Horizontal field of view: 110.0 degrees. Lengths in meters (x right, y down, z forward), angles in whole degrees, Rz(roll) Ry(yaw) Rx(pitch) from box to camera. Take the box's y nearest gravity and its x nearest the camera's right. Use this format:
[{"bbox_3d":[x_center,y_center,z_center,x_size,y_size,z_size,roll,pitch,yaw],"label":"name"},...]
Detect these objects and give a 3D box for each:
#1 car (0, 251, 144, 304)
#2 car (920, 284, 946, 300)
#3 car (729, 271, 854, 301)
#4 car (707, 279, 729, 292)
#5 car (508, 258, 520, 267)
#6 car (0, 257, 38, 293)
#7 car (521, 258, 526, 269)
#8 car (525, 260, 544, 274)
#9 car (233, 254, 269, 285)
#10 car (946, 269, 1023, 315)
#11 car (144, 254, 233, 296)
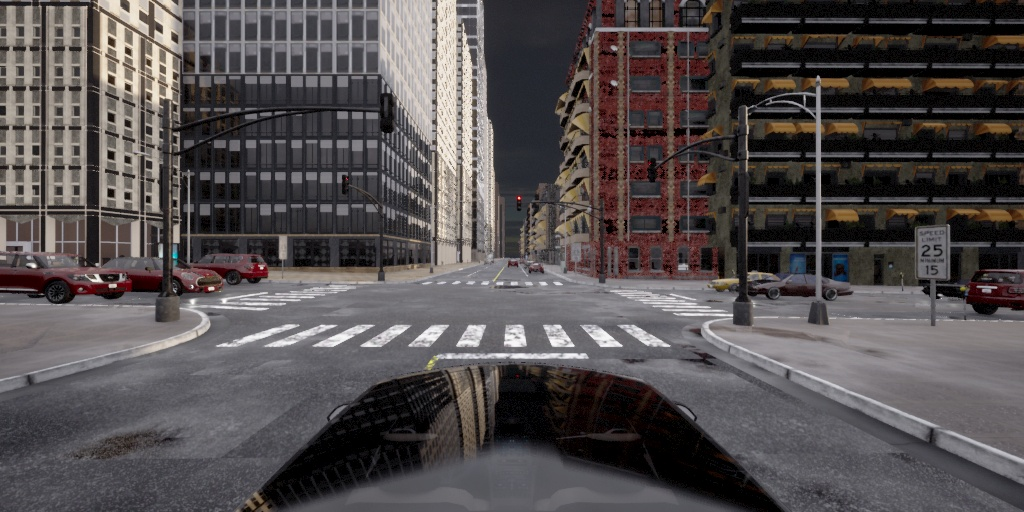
[{"bbox_3d":[-17.558,0.757,13.469,5.009,1.841,2.192,0,0,0],"label":"car"},{"bbox_3d":[25.563,1.851,19.571,4.718,1.301,1.895,1,0,0],"label":"car"},{"bbox_3d":[15.259,1.610,19.496,5.357,1.411,2.033,1,0,0],"label":"car"},{"bbox_3d":[14.660,1.587,22.083,4.829,1.417,1.751,0,0,0],"label":"car"},{"bbox_3d":[0.191,1.252,65.094,1.882,1.535,5.008,0,0,0],"label":"car"},{"bbox_3d":[-24.941,0.789,16.009,5.008,1.535,1.882,1,0,-1],"label":"car"},{"bbox_3d":[2.767,1.317,54.715,2.007,1.370,4.403,0,0,0],"label":"car"},{"bbox_3d":[2.799,1.341,41.798,1.802,1.307,4.207,0,0,0],"label":"car"},{"bbox_3d":[-17.681,0.776,21.848,5.009,1.841,2.192,0,0,0],"label":"car"},{"bbox_3d":[20.616,1.461,13.778,5.009,1.841,2.192,0,0,0],"label":"car"},{"bbox_3d":[-15.722,0.835,16.073,4.553,1.767,2.097,1,0,0],"label":"car"}]
